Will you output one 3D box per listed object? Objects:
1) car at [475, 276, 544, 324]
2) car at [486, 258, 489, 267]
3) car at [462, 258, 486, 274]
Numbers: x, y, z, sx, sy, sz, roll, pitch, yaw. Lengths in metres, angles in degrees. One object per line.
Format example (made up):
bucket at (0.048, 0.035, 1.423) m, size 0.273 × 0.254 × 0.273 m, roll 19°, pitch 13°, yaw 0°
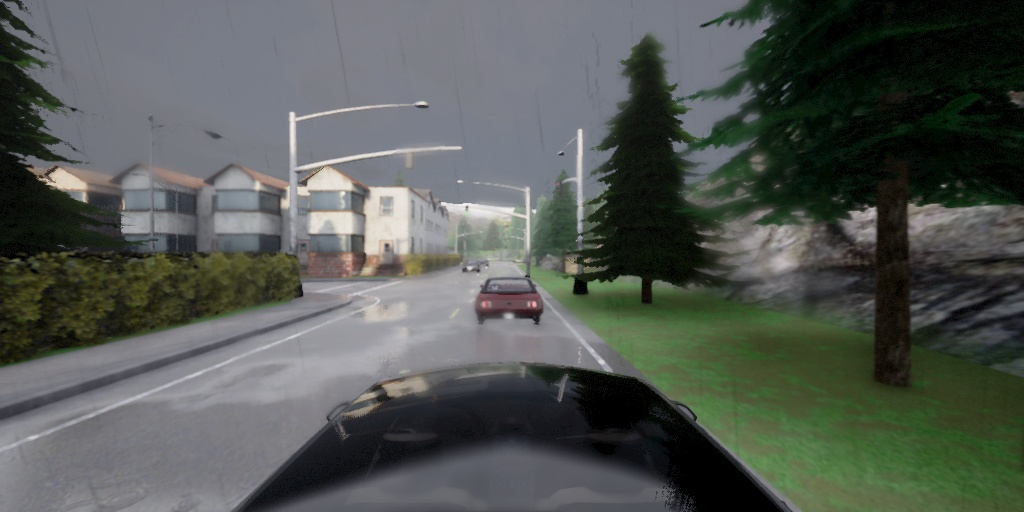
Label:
car at (-0.109, 1.315, 11.761) m, size 1.895 × 1.301 × 4.718 m, roll 0°, pitch 0°, yaw -1°
car at (-4.798, 1.099, 60.685) m, size 2.033 × 1.411 × 5.357 m, roll 0°, pitch 0°, yaw -1°
car at (-4.408, 1.117, 39.600) m, size 2.128 × 1.511 × 4.902 m, roll 0°, pitch 0°, yaw -1°
